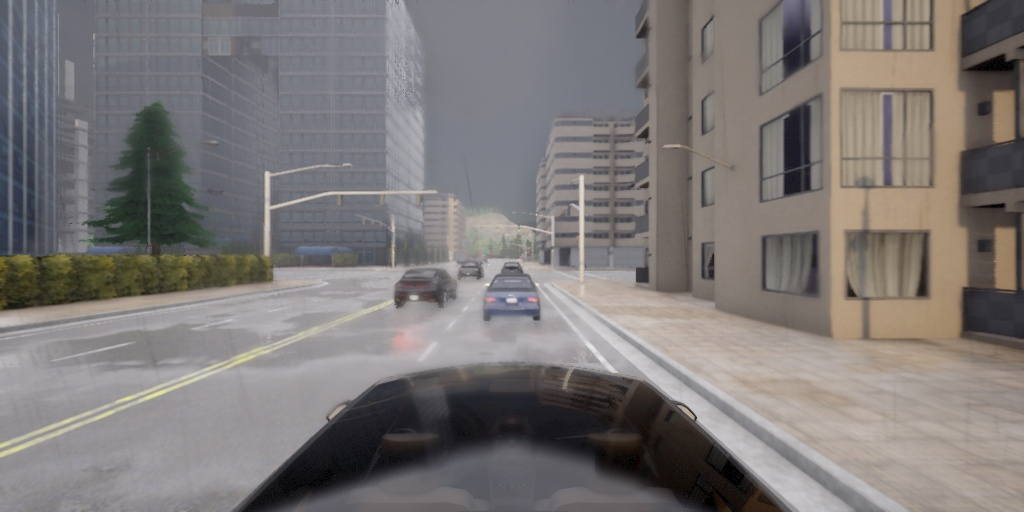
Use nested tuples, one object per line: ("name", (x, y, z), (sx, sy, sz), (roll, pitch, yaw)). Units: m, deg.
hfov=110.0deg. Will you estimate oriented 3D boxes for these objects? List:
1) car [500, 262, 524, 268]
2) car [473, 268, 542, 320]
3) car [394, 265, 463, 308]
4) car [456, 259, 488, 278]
("car", (0.007, 1.272, 31.397), (1.837, 1.490, 4.892), (0, 0, 0))
("car", (0.018, 1.303, 12.584), (2.033, 1.411, 5.357), (0, 0, 0))
("car", (-3.467, 1.260, 15.157), (1.837, 1.490, 4.892), (0, -1, 0))
("car", (-3.494, 1.259, 31.318), (2.128, 1.511, 4.902), (0, 0, 0))
